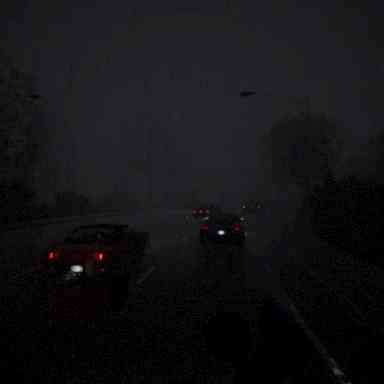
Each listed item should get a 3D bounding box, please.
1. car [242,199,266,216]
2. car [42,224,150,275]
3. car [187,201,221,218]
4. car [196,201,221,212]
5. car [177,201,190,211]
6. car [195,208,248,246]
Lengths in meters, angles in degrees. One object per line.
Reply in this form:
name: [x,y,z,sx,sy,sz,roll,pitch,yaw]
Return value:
car: [6.993,1.687,37.148,2.097,1.767,4.553,0,0,20]
car: [-2.709,1.683,10.707,1.895,1.301,4.718,0,0,6]
car: [1.526,1.817,31.968,2.033,1.411,5.357,0,0,17]
car: [2.361,1.974,45.093,1.895,1.301,4.718,0,0,23]
car: [-0.545,1.937,47.106,1.994,1.385,4.181,0,0,23]
car: [1.551,1.704,16.052,1.994,1.385,4.181,0,0,9]
